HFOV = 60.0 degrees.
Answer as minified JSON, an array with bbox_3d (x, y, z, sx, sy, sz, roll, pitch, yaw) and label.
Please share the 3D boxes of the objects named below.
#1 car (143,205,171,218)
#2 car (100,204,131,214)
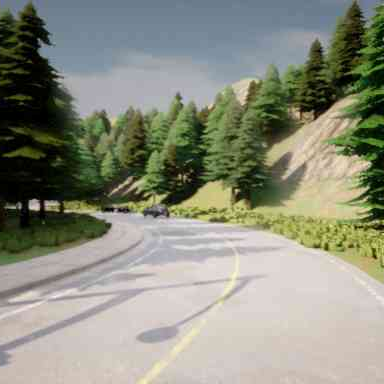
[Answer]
[{"bbox_3d":[-4.068,2.201,38.351,1.812,1.442,4.674,2,-1,-30],"label":"car"},{"bbox_3d":[-10.693,2.312,46.267,4.718,1.301,1.895,0,-1,39],"label":"car"}]
